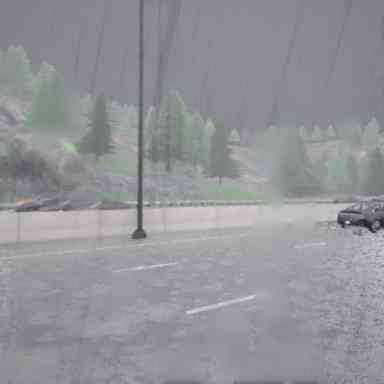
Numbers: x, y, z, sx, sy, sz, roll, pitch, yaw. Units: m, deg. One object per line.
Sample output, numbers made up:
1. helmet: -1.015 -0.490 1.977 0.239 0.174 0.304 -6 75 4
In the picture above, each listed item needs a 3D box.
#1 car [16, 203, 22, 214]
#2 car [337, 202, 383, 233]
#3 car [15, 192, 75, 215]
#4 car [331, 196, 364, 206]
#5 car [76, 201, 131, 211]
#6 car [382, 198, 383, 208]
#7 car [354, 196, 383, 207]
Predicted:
1. car: -11.028 1.132 26.055 4.892 1.490 1.837 1 0 -34
2. car: 10.282 1.391 18.677 4.902 1.511 2.128 0 1 -30
3. car: -12.809 0.929 29.069 4.553 1.767 2.097 0 1 -34
4. car: 22.654 1.271 48.444 4.181 1.385 1.994 0 1 -23
5. car: -5.613 1.250 21.274 4.674 1.442 1.812 0 1 -33
6. car: 26.918 1.408 42.681 4.718 1.301 1.895 0 1 -23
7. car: 24.680 1.283 45.510 4.674 1.442 1.812 0 1 -23
